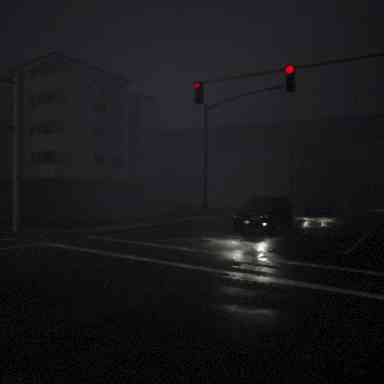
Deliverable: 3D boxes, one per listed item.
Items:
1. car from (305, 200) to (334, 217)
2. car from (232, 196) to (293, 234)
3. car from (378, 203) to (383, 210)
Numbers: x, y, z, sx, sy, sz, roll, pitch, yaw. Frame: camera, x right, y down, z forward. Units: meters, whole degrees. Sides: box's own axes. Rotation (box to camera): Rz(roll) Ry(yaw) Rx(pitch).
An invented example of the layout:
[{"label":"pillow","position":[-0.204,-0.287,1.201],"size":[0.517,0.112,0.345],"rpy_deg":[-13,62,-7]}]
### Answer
[{"label":"car","position":[12.496,1.572,32.453],"size":[1.882,1.535,5.008],"rpy_deg":[0,1,34]},{"label":"car","position":[4.454,1.276,20.207],"size":[2.150,2.045,5.566],"rpy_deg":[0,0,33]},{"label":"car","position":[28.101,1.736,45.407],"size":[5.357,1.411,2.033],"rpy_deg":[0,0,-17]}]
